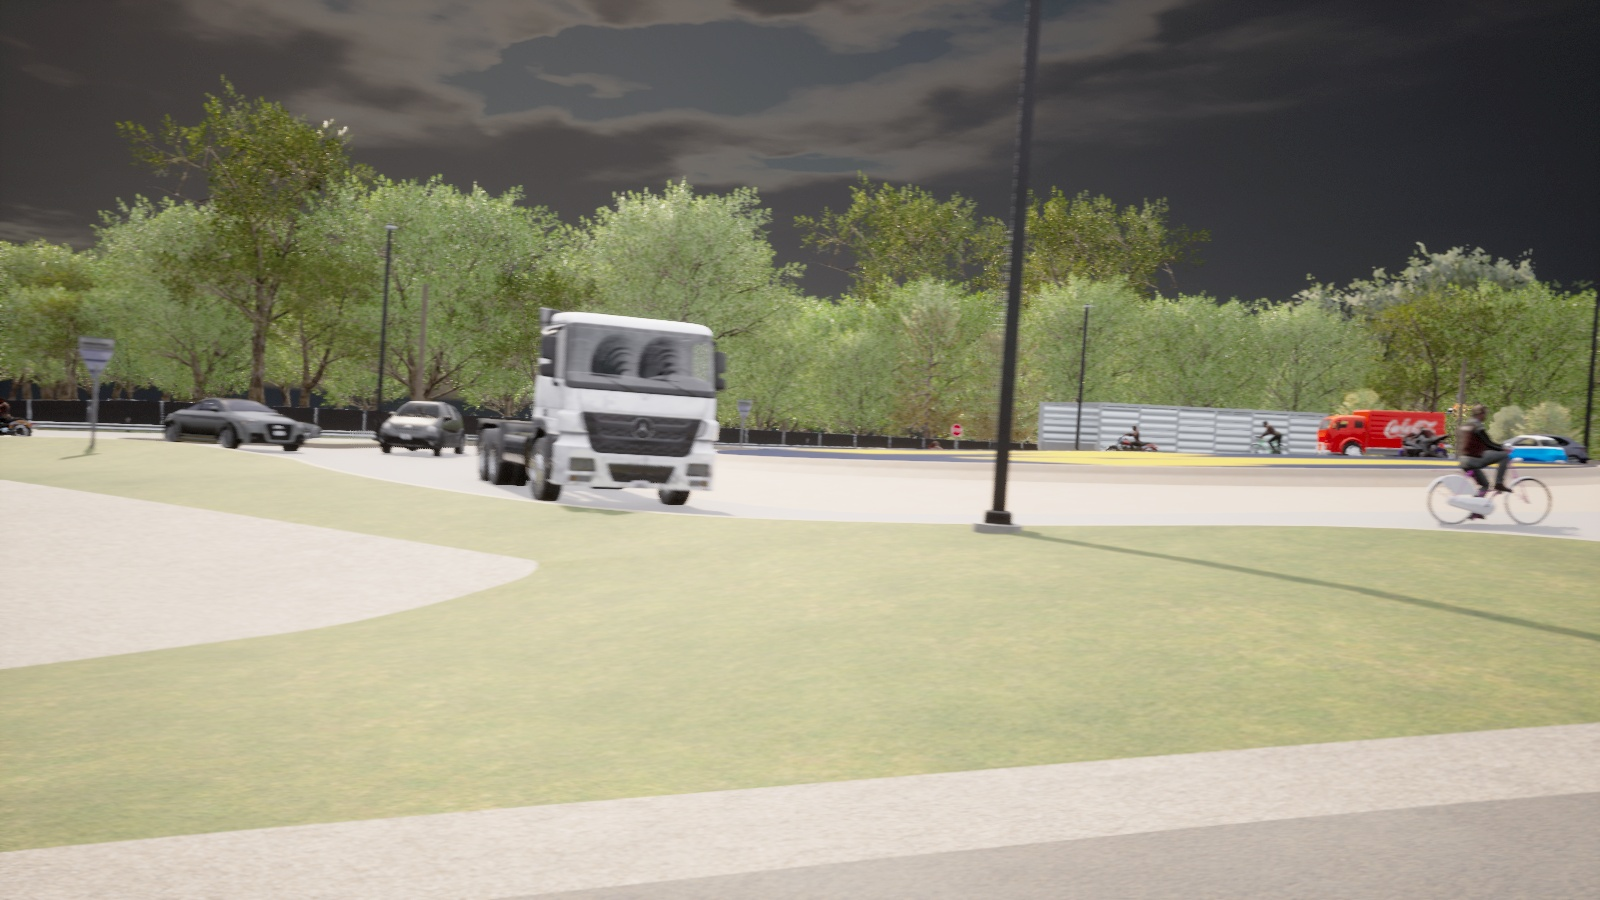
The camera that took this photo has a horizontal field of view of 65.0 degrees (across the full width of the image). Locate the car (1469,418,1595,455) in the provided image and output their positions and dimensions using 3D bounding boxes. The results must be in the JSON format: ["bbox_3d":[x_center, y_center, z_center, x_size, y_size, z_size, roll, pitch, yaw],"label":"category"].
[{"bbox_3d":[30.632,-0.585,52.653,4.193,1.474,1.816,0,2,12],"label":"car"}]

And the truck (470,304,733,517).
[{"bbox_3d":[-4.237,-0.770,24.808,2.891,3.462,7.936,2,1,-25],"label":"truck"}]

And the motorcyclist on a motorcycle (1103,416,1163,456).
[{"bbox_3d":[14.580,-0.602,54.984,2.350,1.649,0.766,-2,-3,1],"label":"motorcyclist on a motorcycle"}]

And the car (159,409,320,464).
[{"bbox_3d":[-15.191,-0.368,33.980,4.181,1.385,1.994,2,1,33],"label":"car"}]

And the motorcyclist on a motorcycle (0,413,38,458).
[{"bbox_3d":[-29.129,-0.519,45.614,2.350,1.649,0.766,0,0,-16],"label":"motorcyclist on a motorcycle"}]

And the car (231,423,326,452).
[{"bbox_3d":[-29.510,-0.702,71.083,4.902,1.511,2.128,0,2,-23],"label":"car"}]

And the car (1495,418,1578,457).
[{"bbox_3d":[27.582,-0.461,47.044,1.481,1.376,2.207,2,0,-20],"label":"car"}]

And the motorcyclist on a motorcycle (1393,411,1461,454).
[{"bbox_3d":[22.993,-0.629,46.119,0.866,1.530,2.191,2,0,-21],"label":"motorcyclist on a motorcycle"}]

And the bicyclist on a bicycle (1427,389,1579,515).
[{"bbox_3d":[10.235,0.019,18.309,1.843,1.776,0.659,-1,1,-1],"label":"bicyclist on a bicycle"}]

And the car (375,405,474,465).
[{"bbox_3d":[-11.245,-0.476,37.855,1.851,1.617,3.988,2,1,-2],"label":"car"}]

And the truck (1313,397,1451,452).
[{"bbox_3d":[26.935,-1.185,58.317,5.204,2.467,2.627,1,1,4],"label":"truck"}]
